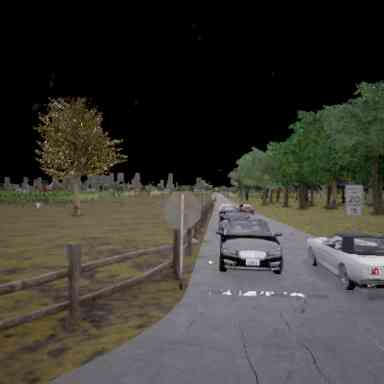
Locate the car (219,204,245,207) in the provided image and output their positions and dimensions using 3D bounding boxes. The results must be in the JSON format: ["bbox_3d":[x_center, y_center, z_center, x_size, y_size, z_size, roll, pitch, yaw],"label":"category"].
[{"bbox_3d":[3.433,2.041,30.745,2.033,1.411,5.357,1,-1,4],"label":"car"}]

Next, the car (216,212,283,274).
[{"bbox_3d":[1.891,1.672,11.423,2.128,1.511,4.902,1,-1,6],"label":"car"}]

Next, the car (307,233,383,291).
[{"bbox_3d":[4.740,1.805,9.452,1.895,1.301,4.718,1,-1,4],"label":"car"}]

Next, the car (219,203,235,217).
[{"bbox_3d":[4.306,2.193,41.543,1.812,1.442,4.674,1,-1,5],"label":"car"}]

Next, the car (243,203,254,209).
[{"bbox_3d":[7.609,2.326,46.580,1.812,1.442,4.674,1,-1,4],"label":"car"}]

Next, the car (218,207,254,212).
[{"bbox_3d":[2.679,1.900,20.995,1.994,1.385,4.181,1,-1,5],"label":"car"}]
